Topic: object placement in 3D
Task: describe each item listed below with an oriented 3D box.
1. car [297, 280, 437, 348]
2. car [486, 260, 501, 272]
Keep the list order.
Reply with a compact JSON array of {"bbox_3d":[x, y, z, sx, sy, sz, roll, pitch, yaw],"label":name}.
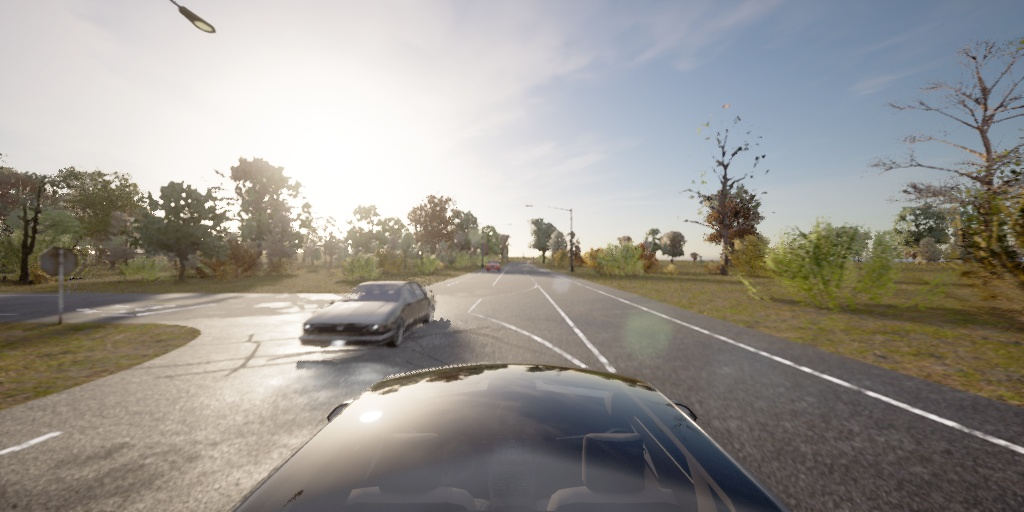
[{"bbox_3d":[-3.428,1.380,9.797,2.033,1.411,5.357,0,0,1],"label":"car"},{"bbox_3d":[-3.074,1.607,59.208,2.150,2.045,5.566,0,-1,0],"label":"car"}]
